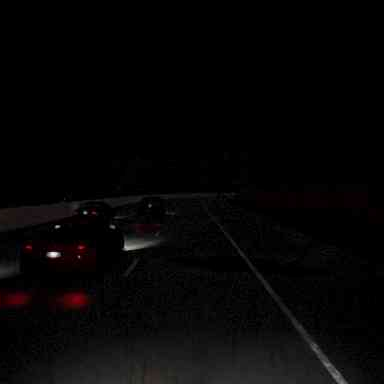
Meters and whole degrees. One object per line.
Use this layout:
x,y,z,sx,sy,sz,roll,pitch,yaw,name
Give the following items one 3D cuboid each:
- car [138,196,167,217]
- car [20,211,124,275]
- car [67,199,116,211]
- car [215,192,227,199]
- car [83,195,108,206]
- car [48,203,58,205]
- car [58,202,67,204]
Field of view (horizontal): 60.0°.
-3.401,1.163,29.052,2.097,1.767,4.553,0,0,0,car
-3.401,1.497,10.180,1.994,1.385,4.181,0,0,0,car
-6.900,1.391,24.013,2.033,1.411,5.357,0,0,0,car
7.552,0.898,86.176,1.801,1.575,5.366,0,0,22,car
-14.082,1.232,48.759,2.033,1.411,5.357,0,0,0,car
-21.085,1.228,49.368,2.033,1.411,5.357,0,0,0,car
-17.554,1.032,49.337,2.097,1.767,4.553,0,0,1,car
